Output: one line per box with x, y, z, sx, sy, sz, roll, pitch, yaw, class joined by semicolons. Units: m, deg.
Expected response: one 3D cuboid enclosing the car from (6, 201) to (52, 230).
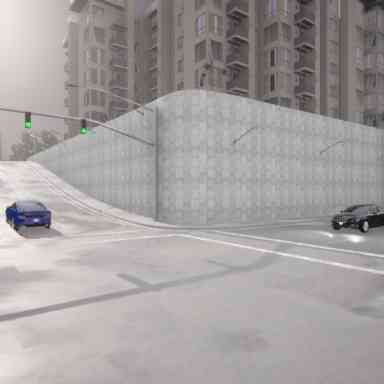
-9.877;1.250;19.976;1.882;1.535;5.008;0;3;-36;car

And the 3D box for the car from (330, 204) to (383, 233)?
10.268;1.504;19.936;4.892;1.490;1.837;0;0;-36;car
